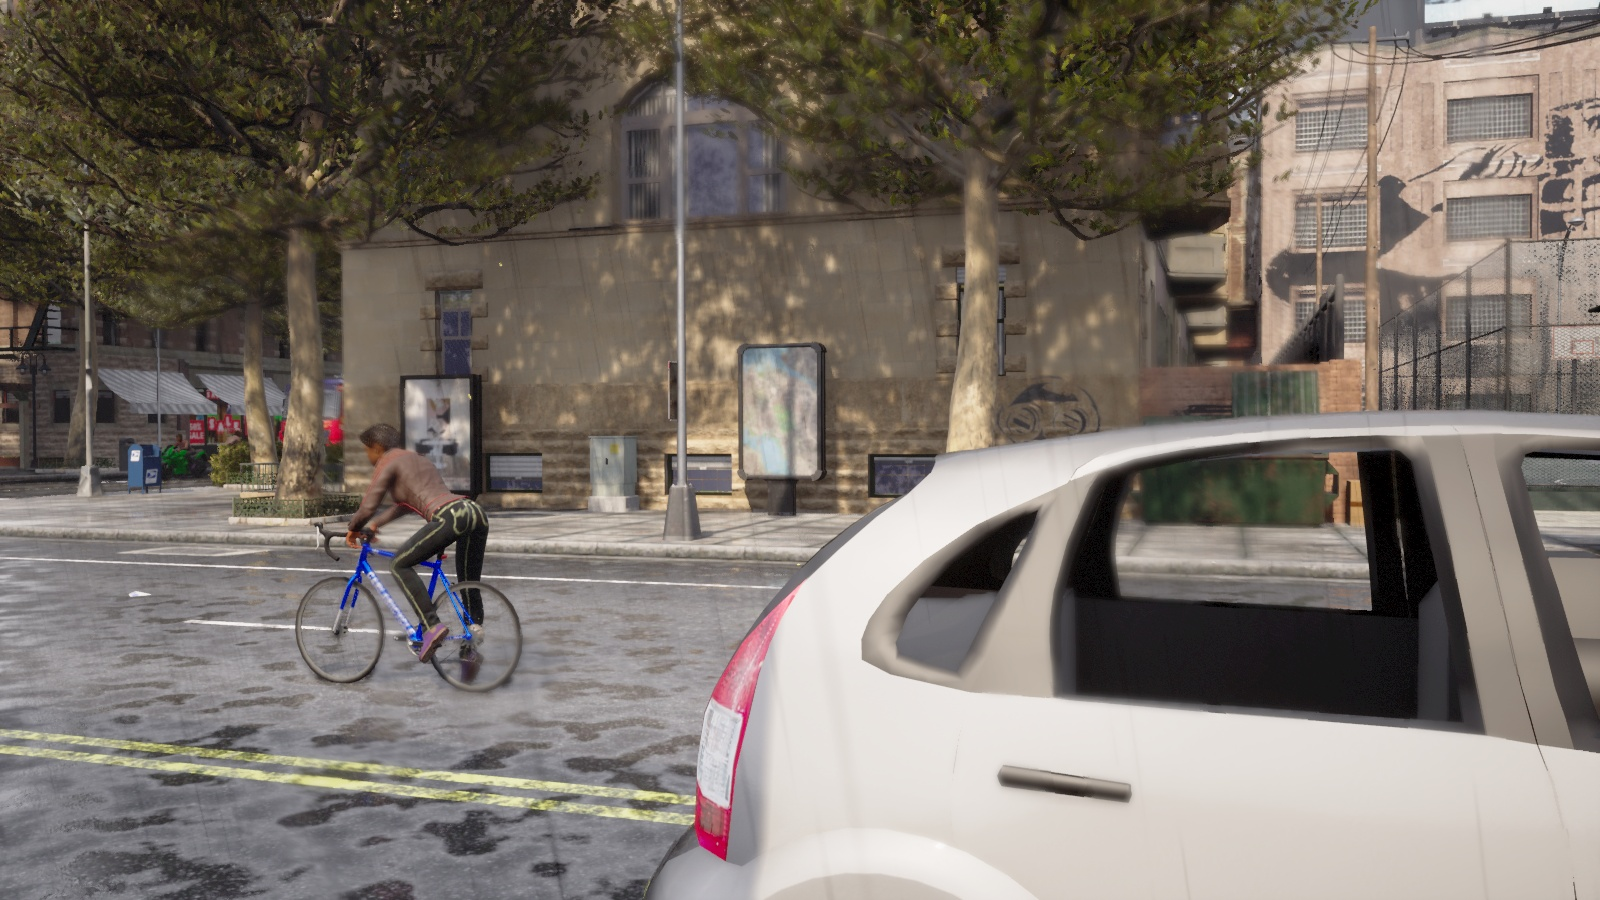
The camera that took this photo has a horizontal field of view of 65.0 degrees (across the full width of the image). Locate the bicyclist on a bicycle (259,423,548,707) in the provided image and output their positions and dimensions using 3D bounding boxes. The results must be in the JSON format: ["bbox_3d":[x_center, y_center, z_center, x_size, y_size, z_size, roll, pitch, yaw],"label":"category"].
[{"bbox_3d":[-2.426,0.647,7.694,1.656,1.620,0.582,0,1,19],"label":"bicyclist on a bicycle"}]

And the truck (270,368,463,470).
[{"bbox_3d":[-17.521,-1.230,51.577,2.891,3.827,8.468,1,1,19],"label":"truck"}]

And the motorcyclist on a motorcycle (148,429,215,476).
[{"bbox_3d":[-20.733,0.056,42.158,0.797,1.523,2.044,1,1,19],"label":"motorcyclist on a motorcycle"}]

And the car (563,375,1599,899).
[{"bbox_3d":[1.739,0.690,2.607,3.988,1.617,1.851,1,1,19],"label":"car"}]
